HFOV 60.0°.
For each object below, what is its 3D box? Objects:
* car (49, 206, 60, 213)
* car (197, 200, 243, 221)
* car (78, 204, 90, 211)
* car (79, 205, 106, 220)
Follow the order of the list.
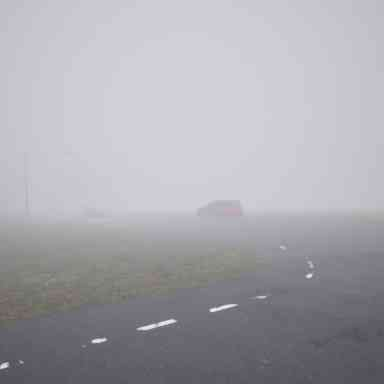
[{"bbox_3d":[-29.157,3.699,70.475,2.033,1.411,5.357,-2,-1,-28],"label":"car"},{"bbox_3d":[2.808,1.841,34.257,2.150,2.045,5.566,-2,0,-35],"label":"car"},{"bbox_3d":[-22.397,3.338,69.832,1.882,1.535,5.008,-2,0,-35],"label":"car"},{"bbox_3d":[-13.084,2.890,44.585,1.994,1.385,4.181,-2,0,-35],"label":"car"}]
